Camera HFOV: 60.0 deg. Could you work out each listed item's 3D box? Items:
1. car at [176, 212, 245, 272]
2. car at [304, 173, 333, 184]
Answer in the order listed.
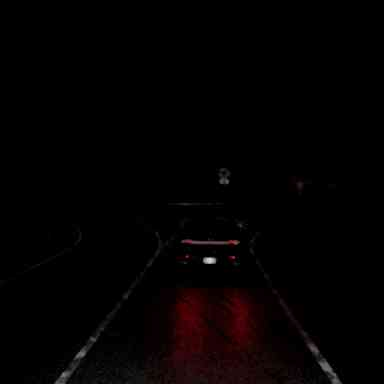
[{"bbox_3d":[0.618,1.365,10.547,2.128,1.511,4.902,0,2,4],"label":"car"},{"bbox_3d":[18.669,-2.088,49.370,1.837,1.490,4.892,-1,6,-20],"label":"car"}]
